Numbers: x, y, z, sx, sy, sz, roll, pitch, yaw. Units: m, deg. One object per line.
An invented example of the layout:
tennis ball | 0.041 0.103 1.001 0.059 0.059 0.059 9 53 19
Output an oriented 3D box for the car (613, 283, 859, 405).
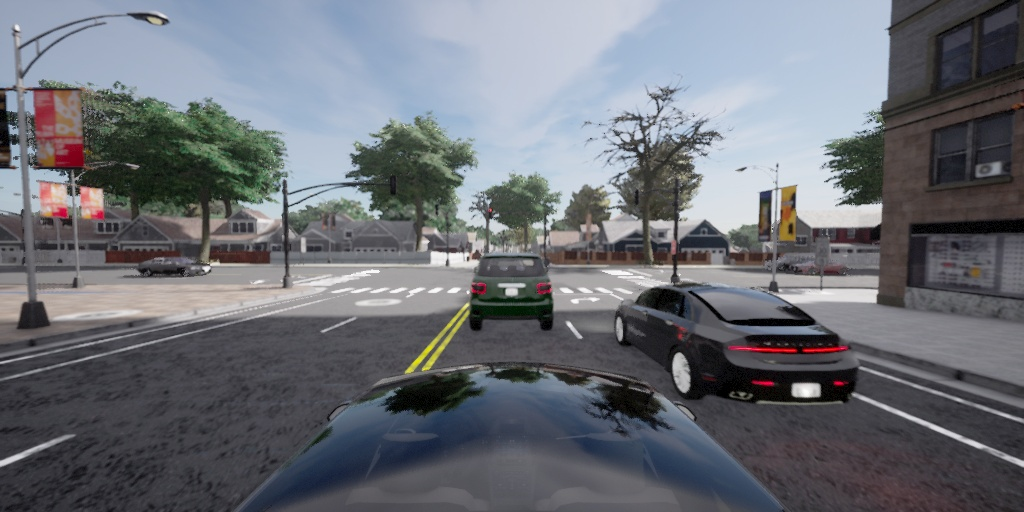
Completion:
car | 3.249 1.221 6.382 1.837 1.490 4.892 0 0 0

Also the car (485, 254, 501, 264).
car | -2.974 0.441 55.818 2.128 1.511 4.902 0 1 1

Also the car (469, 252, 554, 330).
car | -0.032 0.908 10.988 2.150 2.045 5.566 0 0 -1

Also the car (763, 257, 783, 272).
car | 26.964 0.748 34.576 4.902 1.511 2.128 0 3 0

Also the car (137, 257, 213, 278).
car | -26.291 0.848 28.035 4.902 1.511 2.128 0 3 0

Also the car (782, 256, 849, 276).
car | 26.705 0.965 31.334 4.181 1.385 1.994 0 3 0
